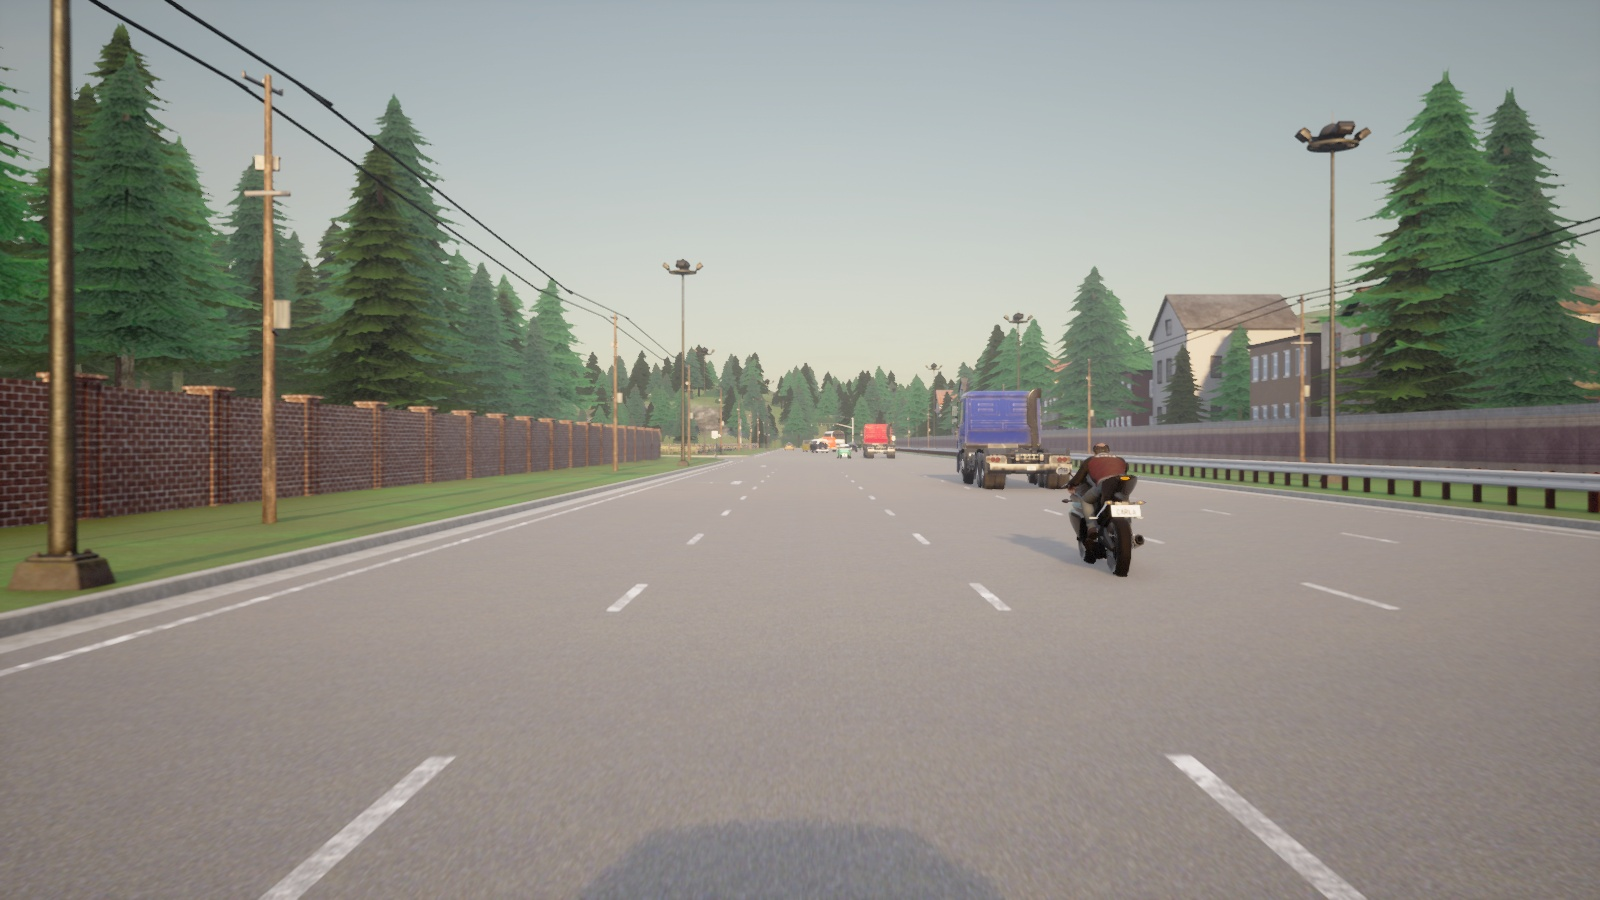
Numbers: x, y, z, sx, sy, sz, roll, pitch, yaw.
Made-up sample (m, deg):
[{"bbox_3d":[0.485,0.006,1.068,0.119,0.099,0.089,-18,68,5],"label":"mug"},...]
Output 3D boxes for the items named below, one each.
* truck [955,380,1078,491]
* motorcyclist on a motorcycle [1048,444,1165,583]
[{"bbox_3d":[7.263,-0.473,43.280,2.891,3.462,7.936,0,0,0],"label":"truck"},{"bbox_3d":[3.601,0.700,14.947,0.866,1.530,2.191,0,0,0],"label":"motorcyclist on a motorcycle"}]
